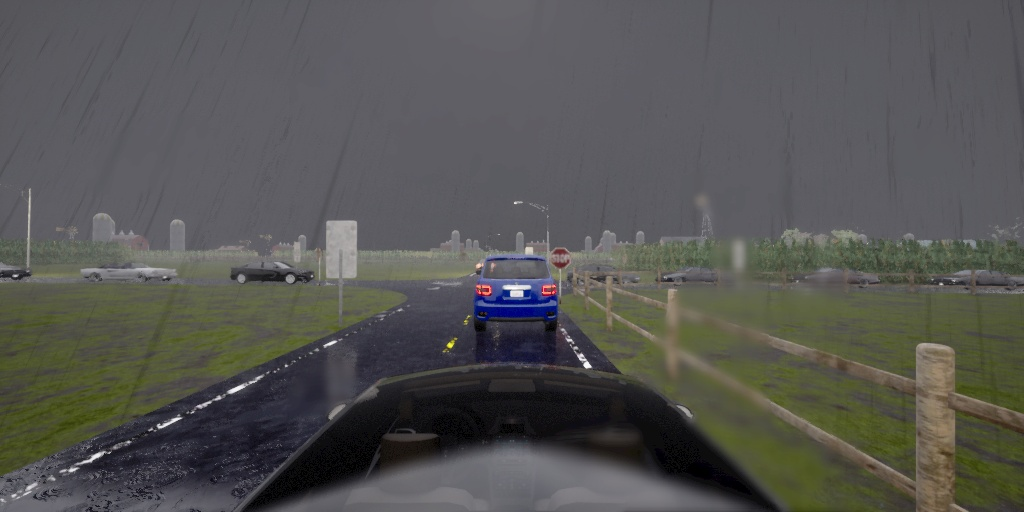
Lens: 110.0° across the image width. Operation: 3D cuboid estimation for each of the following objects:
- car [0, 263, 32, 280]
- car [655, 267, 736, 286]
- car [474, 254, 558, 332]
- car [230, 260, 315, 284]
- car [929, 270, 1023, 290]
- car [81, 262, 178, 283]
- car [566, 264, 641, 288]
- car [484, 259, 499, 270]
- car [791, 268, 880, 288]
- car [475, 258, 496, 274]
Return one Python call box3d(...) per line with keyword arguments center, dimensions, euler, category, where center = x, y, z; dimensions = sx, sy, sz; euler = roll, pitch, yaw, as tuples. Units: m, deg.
box3d(center=(-35.597, 0.911, 23.815), dimensions=(5.357, 1.411, 2.033), euler=(1, -1, 0), category="car")
box3d(center=(13.577, 1.489, 26.655), dimensions=(5.357, 1.411, 2.033), euler=(1, -1, -1), category="car")
box3d(center=(0.060, 0.973, 11.048), dimensions=(2.150, 2.045, 5.566), euler=(0, 0, -1), category="car")
box3d(center=(-15.788, 1.047, 23.803), dimensions=(5.008, 1.535, 1.882), euler=(1, -1, -1), category="car")
box3d(center=(34.563, 1.740, 26.631), dimensions=(5.357, 1.411, 2.033), euler=(1, -1, 0), category="car")
box3d(center=(-25.232, 1.071, 23.795), dimensions=(4.718, 1.301, 1.895), euler=(1, -1, 0), category="car")
box3d(center=(6.127, 1.329, 24.273), dimensions=(4.892, 1.490, 1.837), euler=(0, 1, 18), category="car")
box3d(center=(-2.925, 1.206, 52.244), dimensions=(1.882, 1.535, 5.008), euler=(0, 0, 0), category="car")
box3d(center=(23.987, 1.612, 26.656), dimensions=(5.357, 1.411, 2.033), euler=(1, -1, 0), category="car")
box3d(center=(-2.913, 1.090, 40.695), dimensions=(2.097, 1.767, 4.553), euler=(0, 0, 0), category="car")
